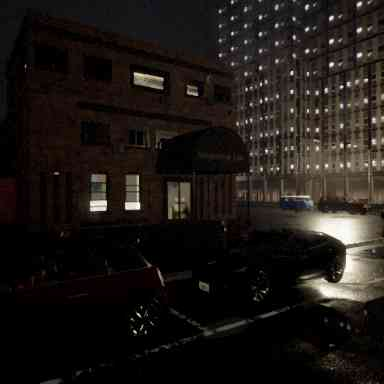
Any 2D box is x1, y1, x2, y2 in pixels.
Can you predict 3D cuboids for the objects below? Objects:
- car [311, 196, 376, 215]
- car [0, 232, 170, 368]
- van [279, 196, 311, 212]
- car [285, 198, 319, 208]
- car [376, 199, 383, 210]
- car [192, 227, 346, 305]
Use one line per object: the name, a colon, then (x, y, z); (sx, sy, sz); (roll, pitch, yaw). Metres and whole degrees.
car: (14.934, 1.308, 33.066); (2.192, 1.841, 5.009); (0, 0, -35)
car: (-2.442, 1.440, 4.826); (4.097, 1.590, 1.967); (0, 0, -35)
van: (11.765, 1.326, 37.611); (1.690, 1.788, 3.998); (0, 0, -35)
car: (15.472, 1.514, 46.950); (1.802, 1.307, 4.206); (0, 0, -35)
car: (21.810, 1.498, 37.860); (2.008, 1.369, 4.403); (0, 0, -35)
car: (2.022, 1.565, 8.078); (4.313, 1.339, 1.947); (0, 0, -35)
